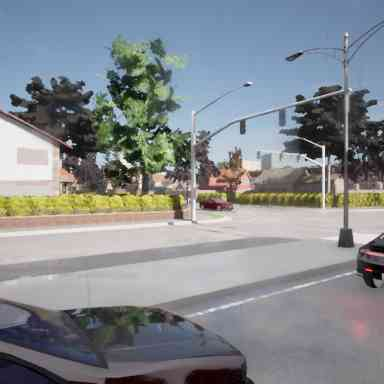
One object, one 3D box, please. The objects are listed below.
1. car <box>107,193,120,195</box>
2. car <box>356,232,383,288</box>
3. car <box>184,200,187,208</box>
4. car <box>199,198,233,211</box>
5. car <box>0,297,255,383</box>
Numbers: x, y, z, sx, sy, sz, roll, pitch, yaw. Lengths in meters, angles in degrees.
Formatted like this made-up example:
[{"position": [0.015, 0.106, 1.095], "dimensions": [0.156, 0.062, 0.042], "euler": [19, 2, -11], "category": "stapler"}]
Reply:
[{"position": [-14.996, 1.223, 64.966], "dimensions": [2.150, 2.045, 5.566], "euler": [0, 0, -36], "category": "car"}, {"position": [5.897, 1.491, 7.997], "dimensions": [4.902, 1.511, 2.128], "euler": [0, 0, -35], "category": "car"}, {"position": [-2.518, 1.352, 47.708], "dimensions": [2.097, 1.767, 4.553], "euler": [0, 0, -36], "category": "car"}, {"position": [2.896, 1.477, 40.265], "dimensions": [1.882, 1.535, 5.008], "euler": [0, 0, -36], "category": "car"}, {"position": [-2.019, 1.547, 2.308], "dimensions": [5.357, 1.411, 2.033], "euler": [0, 0, -35], "category": "car"}]
